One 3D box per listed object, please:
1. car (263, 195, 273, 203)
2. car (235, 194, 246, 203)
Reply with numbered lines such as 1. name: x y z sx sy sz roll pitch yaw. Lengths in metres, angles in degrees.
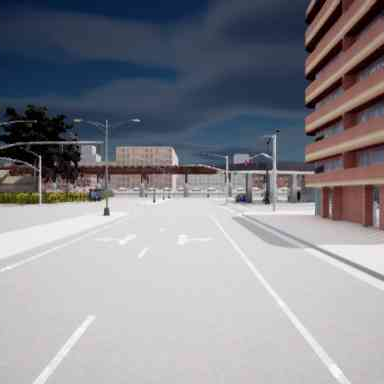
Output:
1. car: 15.455 1.422 66.403 1.970 1.475 3.806 0 0 0
2. car: 9.710 1.261 65.641 2.242 1.667 4.611 0 0 0
